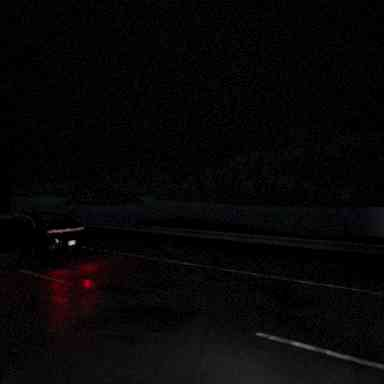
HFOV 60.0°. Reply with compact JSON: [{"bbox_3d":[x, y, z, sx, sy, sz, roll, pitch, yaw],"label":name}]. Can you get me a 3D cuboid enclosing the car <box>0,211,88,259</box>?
[{"bbox_3d":[-6.003,1.494,12.572,4.902,1.511,2.128,0,0,35],"label":"car"}]
